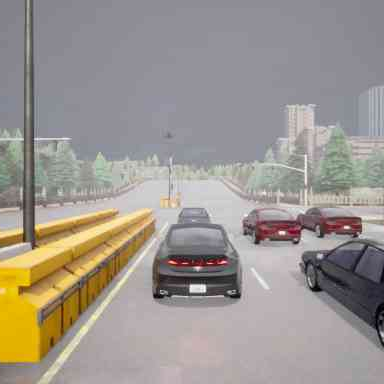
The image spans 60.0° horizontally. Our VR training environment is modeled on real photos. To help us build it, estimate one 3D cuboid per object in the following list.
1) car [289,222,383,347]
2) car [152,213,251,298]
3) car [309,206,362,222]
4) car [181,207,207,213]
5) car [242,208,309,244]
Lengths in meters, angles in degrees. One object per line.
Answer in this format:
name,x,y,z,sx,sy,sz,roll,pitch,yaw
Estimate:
car,3.594,1.547,5.904,2.033,1.411,5.357,0,0,0
car,0.101,1.505,8.461,1.837,1.490,4.892,0,0,0
car,7.097,1.478,17.716,1.882,1.535,5.008,0,0,0
car,0.097,1.547,18.192,2.033,1.411,5.357,0,0,0
car,3.598,1.478,15.729,1.882,1.535,5.008,0,0,0
